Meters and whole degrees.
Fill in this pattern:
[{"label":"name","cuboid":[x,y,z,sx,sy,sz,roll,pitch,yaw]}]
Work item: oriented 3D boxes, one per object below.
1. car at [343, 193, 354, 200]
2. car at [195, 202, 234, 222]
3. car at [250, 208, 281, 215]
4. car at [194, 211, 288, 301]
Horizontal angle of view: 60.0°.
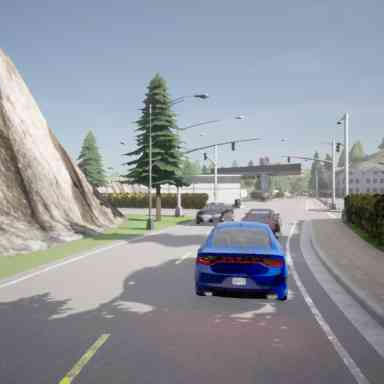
[{"label":"car","cuboid":[40.213,1.077,83.015,3.866,1.878,1.905,0,0,19]},{"label":"car","cuboid":[1.716,1.493,23.521,2.128,1.511,4.902,0,0,19]},{"label":"car","cuboid":[3.699,1.564,17.701,1.994,1.385,4.181,0,0,17]},{"label":"car","cuboid":[1.293,1.478,8.513,1.882,1.535,5.008,0,0,10]}]
